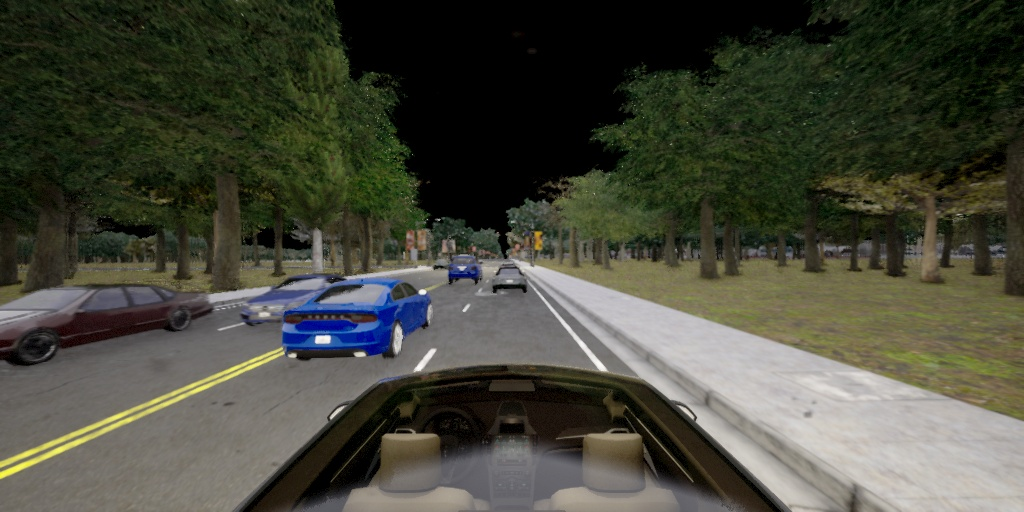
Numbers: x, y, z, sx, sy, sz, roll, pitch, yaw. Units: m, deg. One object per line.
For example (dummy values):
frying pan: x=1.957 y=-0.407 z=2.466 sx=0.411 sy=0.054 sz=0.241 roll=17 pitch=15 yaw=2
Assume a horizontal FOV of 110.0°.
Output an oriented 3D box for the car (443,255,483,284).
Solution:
car: x=-3.478 y=1.003 z=27.331 sx=2.150 sy=2.045 sz=5.566 roll=0 pitch=0 yaw=-1

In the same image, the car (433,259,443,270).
car: x=-10.436 y=1.231 z=53.626 sx=2.097 sy=1.767 sz=4.553 roll=0 pitch=0 yaw=-1

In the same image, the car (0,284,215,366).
car: x=-9.919 y=1.383 z=8.459 sx=2.033 sy=1.411 sz=5.357 roll=0 pitch=0 yaw=-1

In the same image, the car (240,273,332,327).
car: x=-6.716 y=1.334 z=12.007 sx=1.812 sy=1.442 sz=4.674 roll=0 pitch=0 yaw=-1

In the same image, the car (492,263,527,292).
car: x=-0.148 y=1.316 z=21.222 sx=1.994 sy=1.385 sz=4.181 roll=0 pitch=0 yaw=-1

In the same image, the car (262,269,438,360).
car: x=-3.218 y=1.256 z=8.512 sx=1.882 sy=1.535 sz=5.008 roll=0 pitch=0 yaw=-1

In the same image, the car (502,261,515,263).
car: x=-0.397 y=1.249 z=39.599 sx=2.128 sy=1.511 sz=4.902 roll=0 pitch=0 yaw=-1
